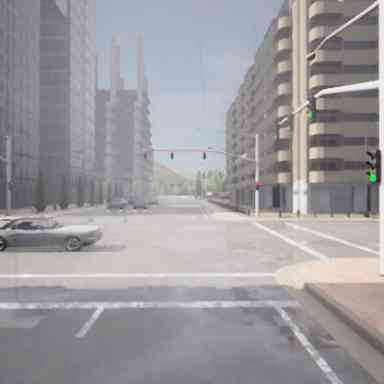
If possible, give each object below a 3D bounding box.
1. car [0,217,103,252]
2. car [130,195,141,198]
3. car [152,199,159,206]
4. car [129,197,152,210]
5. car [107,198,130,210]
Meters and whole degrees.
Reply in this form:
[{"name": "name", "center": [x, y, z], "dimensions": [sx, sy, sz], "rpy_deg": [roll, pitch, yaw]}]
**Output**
[{"name": "car", "center": [-6.216, 1.728, 13.887], "dimensions": [4.718, 1.301, 1.895], "rpy_deg": [0, 0, -1]}, {"name": "car", "center": [-11.020, 1.676, 64.891], "dimensions": [2.150, 2.045, 5.566], "rpy_deg": [0, 0, 0]}, {"name": "car", "center": [-7.521, 2.009, 65.941], "dimensions": [2.033, 1.411, 5.357], "rpy_deg": [0, 0, 0]}, {"name": "car", "center": [-7.462, 1.845, 48.569], "dimensions": [1.837, 1.490, 4.892], "rpy_deg": [0, 0, 0]}, {"name": "car", "center": [-10.963, 1.693, 48.651], "dimensions": [2.097, 1.767, 4.553], "rpy_deg": [0, 0, 0]}]
